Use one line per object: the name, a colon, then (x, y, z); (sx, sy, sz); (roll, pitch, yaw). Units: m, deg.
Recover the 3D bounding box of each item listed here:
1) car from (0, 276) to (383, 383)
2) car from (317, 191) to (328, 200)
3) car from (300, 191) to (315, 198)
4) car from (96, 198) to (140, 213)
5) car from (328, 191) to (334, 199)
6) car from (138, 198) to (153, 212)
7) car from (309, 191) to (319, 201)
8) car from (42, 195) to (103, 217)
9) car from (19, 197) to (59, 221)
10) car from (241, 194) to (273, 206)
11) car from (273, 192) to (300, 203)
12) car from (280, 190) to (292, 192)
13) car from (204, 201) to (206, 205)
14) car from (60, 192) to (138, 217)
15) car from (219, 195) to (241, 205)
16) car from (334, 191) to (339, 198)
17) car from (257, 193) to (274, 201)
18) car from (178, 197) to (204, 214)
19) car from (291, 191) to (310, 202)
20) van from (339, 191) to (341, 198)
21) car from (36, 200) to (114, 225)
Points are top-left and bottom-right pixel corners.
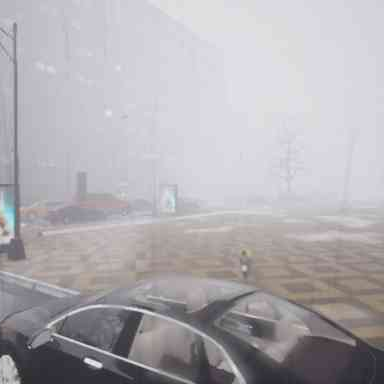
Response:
car: (-0.306, 1.551, 3.266); (4.403, 1.369, 2.008); (0, -1, 36)
car: (24.884, 0.737, 66.544); (2.192, 1.841, 5.009); (-1, 0, 36)
car: (31.066, 0.713, 89.367); (2.192, 1.841, 5.009); (-1, 0, 36)
car: (-7.835, 1.409, 35.646); (1.887, 1.381, 4.507); (0, 0, 36)
car: (28.128, 0.935, 71.021); (2.008, 1.369, 4.403); (-1, 0, 36)
car: (-5.926, 1.354, 33.871); (1.812, 1.442, 4.674); (-1, 0, 36)
car: (21.644, 1.043, 62.068); (1.802, 1.307, 4.206); (-1, 0, 36)
car: (-11.080, 1.221, 31.168); (2.192, 1.841, 5.009); (0, 0, 36)
car: (-11.492, 1.378, 26.177); (1.882, 1.535, 5.008); (-1, 0, 37)
car: (8.675, 1.057, 44.160); (1.967, 1.590, 4.097); (-1, 0, 36)
car: (15.160, 1.089, 53.114); (2.008, 1.369, 4.403); (-1, 0, 36)
car: (17.689, 0.743, 61.072); (2.150, 2.045, 5.566); (-1, 0, 38)
car: (-0.216, 1.356, 41.753); (1.895, 1.301, 4.718); (-1, 0, 36)
car: (-7.318, 1.055, 26.627); (2.150, 2.045, 5.566); (-1, 0, 37)
car: (5.957, 1.169, 50.191); (2.128, 1.511, 4.902); (-1, 0, 37)
car: (31.370, 0.929, 75.499); (1.802, 1.307, 4.206); (-1, 0, 36)
car: (14.857, 1.024, 66.983); (1.967, 1.590, 4.097); (-1, 0, 36)
car: (-1.050, 1.181, 30.729); (1.967, 1.590, 4.097); (-1, 0, 36)
car: (18.402, 1.044, 57.591); (1.887, 1.381, 4.507); (-1, 0, 36)
van: (34.610, 0.652, 79.976); (1.690, 1.788, 3.998); (-1, 0, 36)
car: (-7.533, 1.407, 21.775); (1.802, 1.307, 4.206); (-1, 0, 36)
